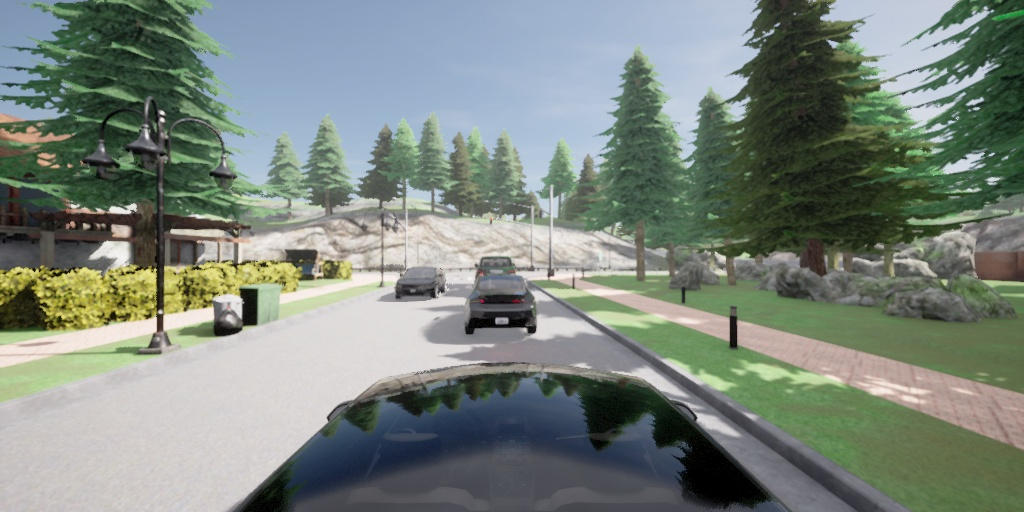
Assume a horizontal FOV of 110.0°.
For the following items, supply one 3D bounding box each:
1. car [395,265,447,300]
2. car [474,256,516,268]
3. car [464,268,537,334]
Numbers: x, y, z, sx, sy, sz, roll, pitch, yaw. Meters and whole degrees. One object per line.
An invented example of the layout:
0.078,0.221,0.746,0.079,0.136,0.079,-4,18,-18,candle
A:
-4.473,1.250,18.111,1.882,1.535,5.008,0,0,-4,car
-0.946,0.997,20.293,2.150,2.045,5.566,0,0,-4,car
-0.359,1.266,10.675,1.837,1.490,4.892,0,0,-3,car
